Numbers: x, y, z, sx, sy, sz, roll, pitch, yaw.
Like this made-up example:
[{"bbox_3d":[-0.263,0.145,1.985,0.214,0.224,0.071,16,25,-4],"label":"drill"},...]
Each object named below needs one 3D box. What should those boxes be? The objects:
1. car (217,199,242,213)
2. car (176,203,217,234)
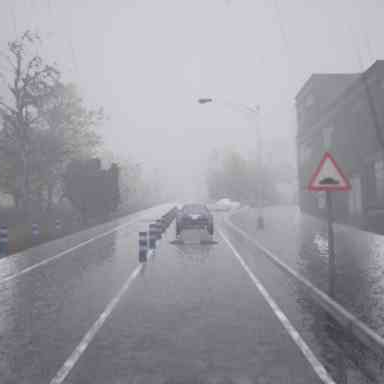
[{"bbox_3d":[4.067,1.523,38.049,1.812,1.442,4.674,-6,-2,32],"label":"car"},{"bbox_3d":[0.154,1.444,20.163,2.097,1.767,4.553,0,0,0],"label":"car"}]
